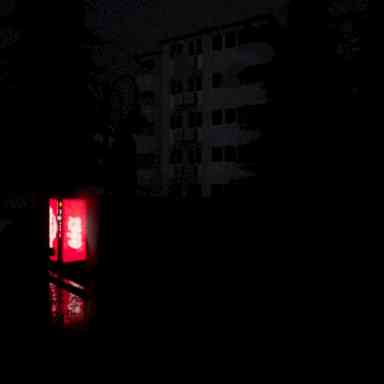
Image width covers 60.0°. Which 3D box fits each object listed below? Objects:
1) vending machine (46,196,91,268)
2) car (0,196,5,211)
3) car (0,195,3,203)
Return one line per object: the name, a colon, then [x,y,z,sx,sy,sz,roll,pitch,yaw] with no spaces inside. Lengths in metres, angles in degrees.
vending machine: [-3.897,1.178,10.467,1.100,2.100,0.880,0,0,-40]
car: [-23.701,1.271,39.692,2.097,1.767,4.553,0,0,-22]
car: [-36.764,1.333,62.311,1.837,1.490,4.892,0,0,-22]
